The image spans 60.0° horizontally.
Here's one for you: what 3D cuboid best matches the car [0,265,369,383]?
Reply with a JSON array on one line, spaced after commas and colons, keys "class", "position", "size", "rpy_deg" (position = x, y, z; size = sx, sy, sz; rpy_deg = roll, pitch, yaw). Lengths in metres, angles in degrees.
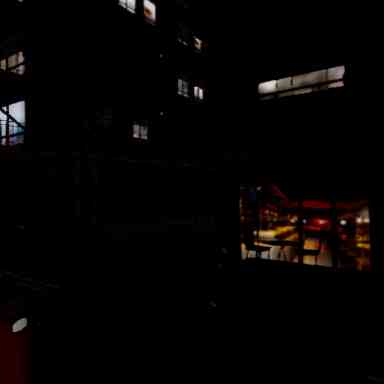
[{"class": "car", "position": [-0.643, 1.545, 3.440], "size": [4.507, 1.381, 1.887], "rpy_deg": [0, -1, 36]}]
